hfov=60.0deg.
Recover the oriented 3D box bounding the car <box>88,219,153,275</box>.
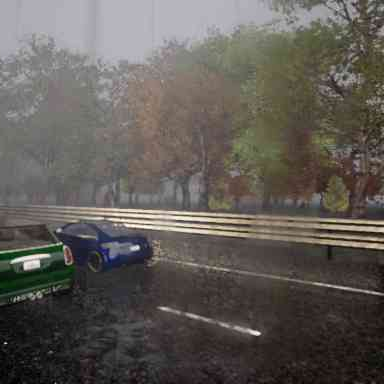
[{"bbox_3d":[-3.245,1.563,10.617,4.181,1.385,1.994,0,0,36],"label":"car"}]

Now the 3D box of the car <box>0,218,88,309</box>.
[{"bbox_3d":[-4.652,1.351,7.319,4.553,1.767,2.097,0,0,36],"label":"car"}]
